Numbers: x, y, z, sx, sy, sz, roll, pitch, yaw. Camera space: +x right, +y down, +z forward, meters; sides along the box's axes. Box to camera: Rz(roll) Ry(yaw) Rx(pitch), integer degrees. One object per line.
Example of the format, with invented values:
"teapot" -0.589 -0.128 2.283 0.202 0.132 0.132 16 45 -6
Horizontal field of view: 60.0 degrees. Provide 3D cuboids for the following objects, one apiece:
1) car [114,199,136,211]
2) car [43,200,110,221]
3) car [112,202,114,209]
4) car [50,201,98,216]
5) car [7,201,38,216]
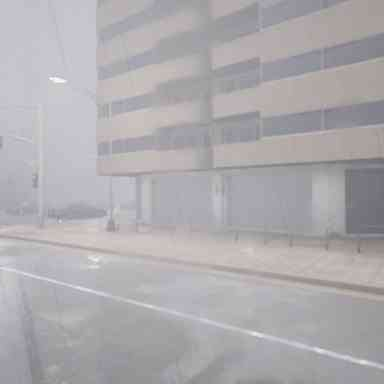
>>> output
"car" -7.623 1.745 45.156 1.882 1.535 5.008 -1 0 37
"car" -10.141 1.756 29.601 2.033 1.411 5.357 -1 0 36
"car" -12.447 1.801 44.510 1.837 1.490 4.892 -1 0 36
"car" -13.228 1.772 37.550 1.837 1.490 4.892 -1 0 36
"car" -17.940 1.801 37.057 1.837 1.490 4.892 -1 0 36
